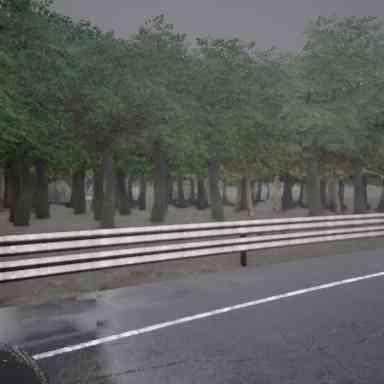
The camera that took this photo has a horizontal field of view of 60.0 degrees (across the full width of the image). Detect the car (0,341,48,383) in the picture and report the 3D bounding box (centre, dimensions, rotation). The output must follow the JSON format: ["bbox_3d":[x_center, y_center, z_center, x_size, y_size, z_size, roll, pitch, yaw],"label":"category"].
[{"bbox_3d":[-3.164,1.508,1.367,4.892,1.490,1.837,0,0,-36],"label":"car"}]
